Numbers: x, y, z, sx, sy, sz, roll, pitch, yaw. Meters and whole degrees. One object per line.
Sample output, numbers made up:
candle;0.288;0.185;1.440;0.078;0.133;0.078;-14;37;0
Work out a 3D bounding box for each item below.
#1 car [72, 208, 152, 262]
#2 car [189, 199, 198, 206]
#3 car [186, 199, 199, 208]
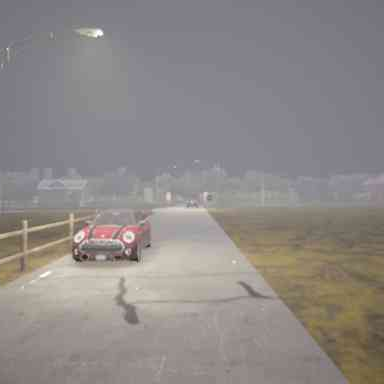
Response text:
car;-2.772;1.434;12.452;2.097;1.767;4.553;0;0;1
car;0.320;2.219;71.651;1.994;1.385;4.181;0;-1;0
car;0.133;2.026;61.519;2.097;1.767;4.553;0;-1;3
